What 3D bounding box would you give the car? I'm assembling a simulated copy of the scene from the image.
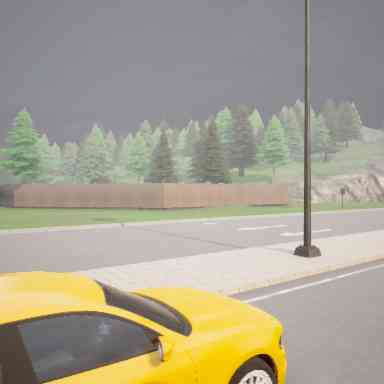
[{"bbox_3d":[-1.298,1.478,2.828,5.008,1.535,1.882,0,0,-35],"label":"car"}]
